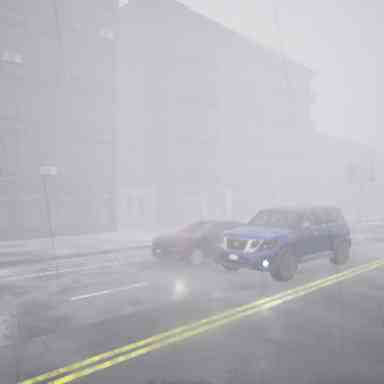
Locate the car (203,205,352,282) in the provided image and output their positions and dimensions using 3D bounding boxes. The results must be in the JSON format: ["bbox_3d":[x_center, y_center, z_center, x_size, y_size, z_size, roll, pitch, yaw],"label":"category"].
[{"bbox_3d":[3.217,1.467,11.006,5.566,2.045,2.150,1,-2,-41],"label":"car"}]

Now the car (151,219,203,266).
[{"bbox_3d":[0.721,1.802,13.119,5.008,1.535,1.882,1,-2,-42],"label":"car"}]
